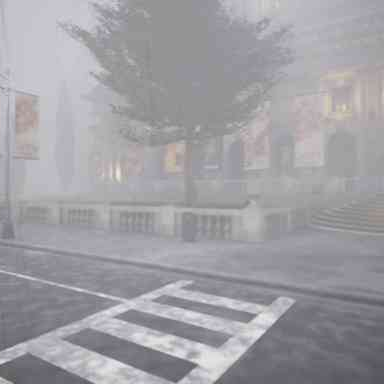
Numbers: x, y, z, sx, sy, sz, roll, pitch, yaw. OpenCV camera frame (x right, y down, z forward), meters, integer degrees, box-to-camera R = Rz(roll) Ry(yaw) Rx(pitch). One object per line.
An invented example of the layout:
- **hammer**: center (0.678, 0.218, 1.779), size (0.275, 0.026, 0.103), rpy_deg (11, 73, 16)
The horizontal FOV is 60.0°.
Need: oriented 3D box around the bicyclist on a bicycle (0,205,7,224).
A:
- **bicyclist on a bicycle**: center (-12.022, 1.205, 20.150), size (0.582, 1.620, 1.656), rpy_deg (0, 1, 32)
